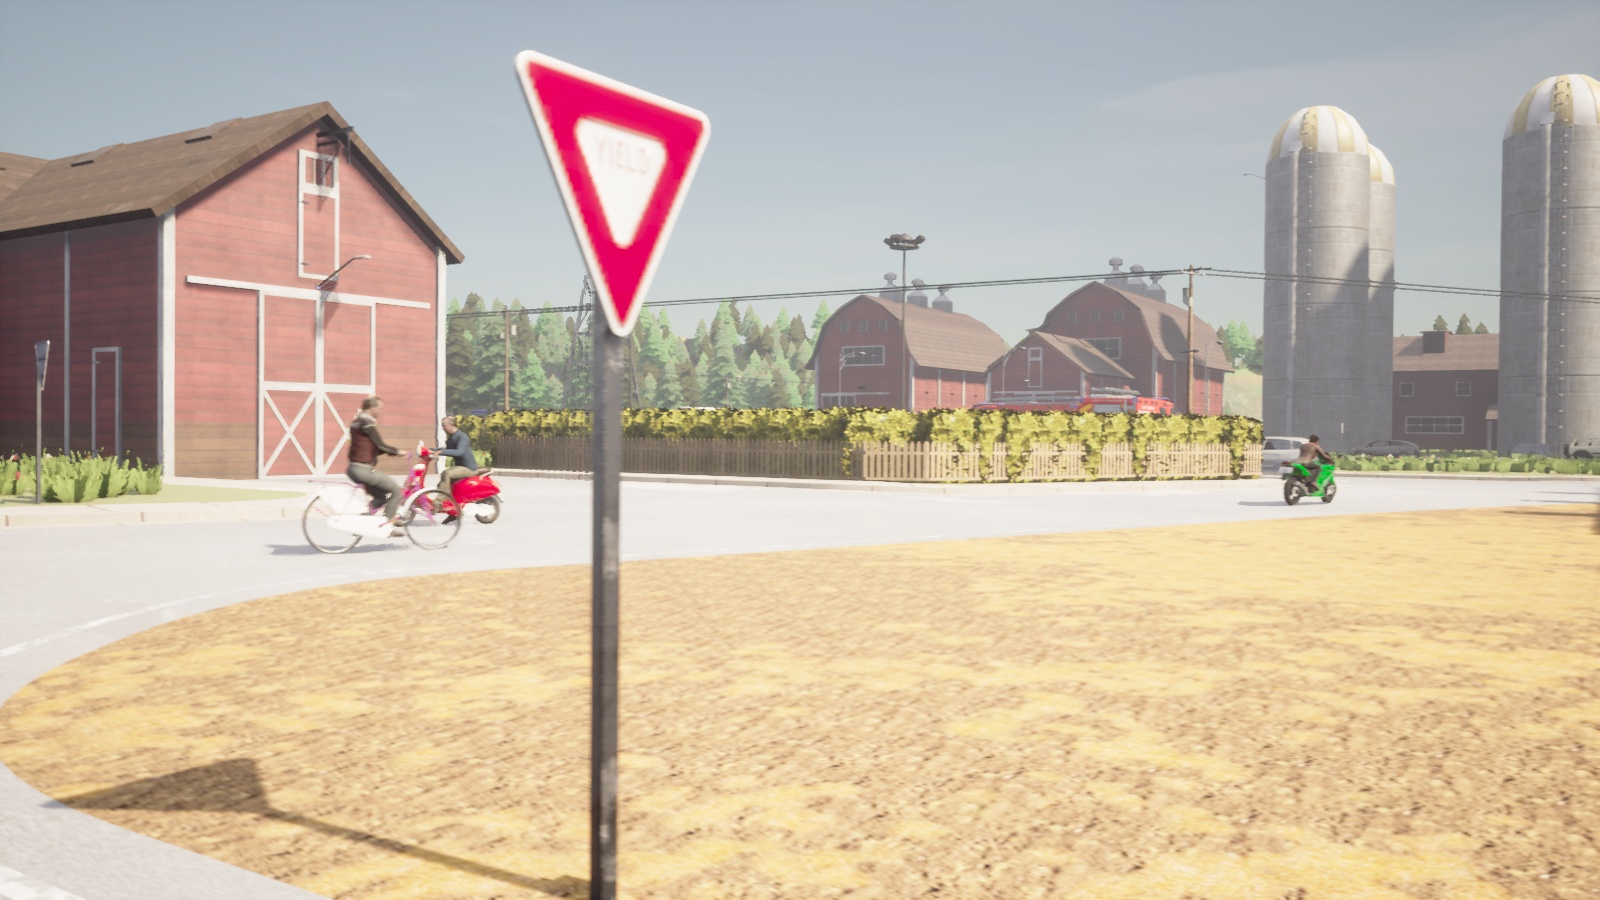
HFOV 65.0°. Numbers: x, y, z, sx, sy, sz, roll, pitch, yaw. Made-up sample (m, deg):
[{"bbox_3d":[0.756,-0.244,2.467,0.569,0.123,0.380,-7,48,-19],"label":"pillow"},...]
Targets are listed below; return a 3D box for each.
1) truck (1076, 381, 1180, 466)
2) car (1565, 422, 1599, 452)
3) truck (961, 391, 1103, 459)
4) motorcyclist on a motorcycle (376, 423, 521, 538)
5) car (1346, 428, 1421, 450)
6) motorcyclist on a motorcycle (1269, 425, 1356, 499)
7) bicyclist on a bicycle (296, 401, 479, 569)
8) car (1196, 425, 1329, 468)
[{"bbox_3d":[15.932,-1.268,60.550,2.891,3.827,8.468,0,1,29],"label":"truck"},{"bbox_3d":[50.130,-0.829,77.832,4.605,1.855,1.932,0,1,33],"label":"car"},{"bbox_3d":[13.555,-1.436,74.160,2.891,3.827,8.468,-1,1,-38],"label":"truck"},{"bbox_3d":[-5.088,0.403,18.235,1.817,1.590,0.866,-1,1,-39],"label":"motorcyclist on a motorcycle"},{"bbox_3d":[40.839,-0.755,87.895,4.514,1.525,2.007,0,1,33],"label":"car"},{"bbox_3d":[11.063,0.233,27.089,2.044,1.523,0.797,-2,2,-37],"label":"motorcyclist on a motorcycle"},{"bbox_3d":[-4.611,0.366,14.110,1.843,1.776,0.659,0,0,-40],"label":"bicyclist on a bicycle"},{"bbox_3d":[18.541,-0.144,50.406,4.611,1.667,2.242,0,1,33],"label":"car"}]
